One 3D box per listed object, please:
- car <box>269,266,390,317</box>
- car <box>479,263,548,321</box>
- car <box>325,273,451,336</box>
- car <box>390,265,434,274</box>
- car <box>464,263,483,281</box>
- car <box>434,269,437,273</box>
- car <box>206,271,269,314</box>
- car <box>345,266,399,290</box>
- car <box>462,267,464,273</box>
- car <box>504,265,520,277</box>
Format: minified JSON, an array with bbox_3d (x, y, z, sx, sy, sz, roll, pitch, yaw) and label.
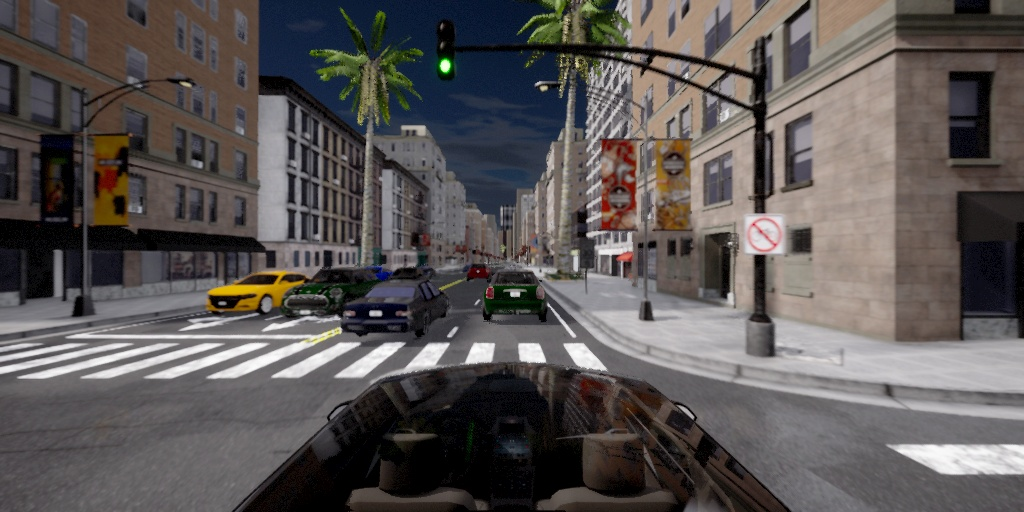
[{"bbox_3d":[-6.596,1.235,13.695,2.097,1.767,4.553,0,-1,0],"label":"car"},{"bbox_3d":[0.098,1.242,13.316,2.097,1.767,4.553,0,-1,0],"label":"car"},{"bbox_3d":[-3.155,1.405,10.807,2.033,1.411,5.357,0,-1,0],"label":"car"},{"bbox_3d":[-6.597,1.487,22.726,1.837,1.490,4.892,0,0,0],"label":"car"},{"bbox_3d":[-3.158,1.483,35.543,2.097,1.767,4.553,0,-1,0],"label":"car"},{"bbox_3d":[-9.842,1.738,40.552,1.994,1.385,4.181,0,0,0],"label":"car"},{"bbox_3d":[-9.852,1.367,14.704,1.882,1.535,5.008,0,-1,0],"label":"car"},{"bbox_3d":[-9.845,1.488,25.615,1.882,1.535,5.008,0,-1,0],"label":"car"},{"bbox_3d":[-6.487,1.895,55.270,2.033,1.411,5.357,0,-1,-1],"label":"car"},{"bbox_3d":[-0.012,1.841,44.918,1.895,1.301,4.718,0,-1,0],"label":"car"}]
